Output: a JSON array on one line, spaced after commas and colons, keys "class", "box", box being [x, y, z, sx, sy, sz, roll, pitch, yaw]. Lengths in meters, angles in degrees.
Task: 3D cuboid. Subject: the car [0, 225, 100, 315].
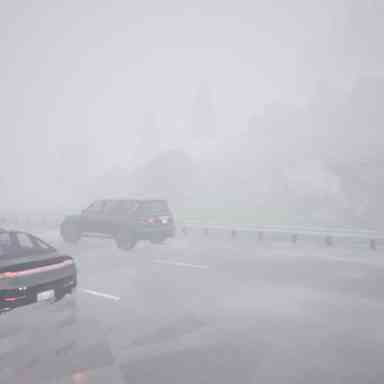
[{"class": "car", "box": [-4.475, 1.540, 6.918, 4.902, 1.511, 2.128, -1, 0, 33]}]

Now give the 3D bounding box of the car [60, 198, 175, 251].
[{"class": "car", "box": [-3.332, 1.271, 14.537, 5.566, 2.045, 2.150, -1, 0, 33]}]
